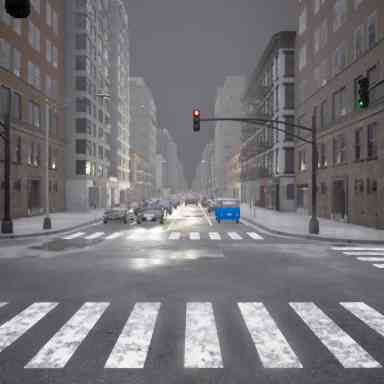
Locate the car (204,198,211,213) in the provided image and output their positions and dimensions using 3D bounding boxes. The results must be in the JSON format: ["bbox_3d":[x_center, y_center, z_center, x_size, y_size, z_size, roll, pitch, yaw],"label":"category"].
[{"bbox_3d":[2.571,1.580,36.337,1.802,1.307,4.206,0,0,0],"label":"car"}]

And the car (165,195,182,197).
[{"bbox_3d":[-2.902,1.555,53.195,1.994,1.385,4.181,0,0,1],"label":"car"}]

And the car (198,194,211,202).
[{"bbox_3d":[2.541,1.306,53.381,2.192,1.841,5.009,0,0,0],"label":"car"}]

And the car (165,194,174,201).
[{"bbox_3d":[-5.535,1.410,81.770,1.967,1.590,4.097,0,0,0],"label":"car"}]

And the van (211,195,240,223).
[{"bbox_3d":[2.591,1.340,24.975,1.690,1.788,3.998,0,0,0],"label":"van"}]

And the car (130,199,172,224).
[{"bbox_3d":[-2.882,1.491,24.504,2.128,1.511,4.902,0,0,-1],"label":"car"}]

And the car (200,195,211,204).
[{"bbox_3d":[2.520,1.422,64.744,1.967,1.590,4.097,0,0,0],"label":"car"}]

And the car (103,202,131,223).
[{"bbox_3d":[-5.434,1.550,24.952,2.008,1.369,4.403,0,0,0],"label":"car"}]

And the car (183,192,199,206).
[{"bbox_3d":[-0.100,1.341,55.069,2.097,1.767,4.553,0,0,0],"label":"car"}]

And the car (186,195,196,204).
[{"bbox_3d":[-0.118,1.460,65.102,1.882,1.535,5.008,0,0,0],"label":"car"}]

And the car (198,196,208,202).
[{"bbox_3d":[2.500,1.525,76.106,2.008,1.369,4.403,0,0,0],"label":"car"}]

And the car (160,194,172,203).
[{"bbox_3d":[-5.515,1.293,70.406,2.192,1.841,5.009,0,0,0],"label":"car"}]

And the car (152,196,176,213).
[{"bbox_3d":[-2.912,1.476,33.947,1.882,1.535,5.008,0,0,0],"label":"car"}]

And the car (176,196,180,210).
[{"bbox_3d":[-2.925,1.560,43.173,1.994,1.385,4.181,0,0,0],"label":"car"}]

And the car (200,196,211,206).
[{"bbox_3d":[2.551,1.577,47.700,1.802,1.307,4.206,0,0,0],"label":"car"}]

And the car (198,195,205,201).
[{"bbox_3d":[2.480,1.532,87.469,1.947,1.339,4.313,0,0,0],"label":"car"}]

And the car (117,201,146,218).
[{"bbox_3d":[-5.444,1.543,30.633,1.887,1.381,4.507,0,0,0],"label":"car"}]
